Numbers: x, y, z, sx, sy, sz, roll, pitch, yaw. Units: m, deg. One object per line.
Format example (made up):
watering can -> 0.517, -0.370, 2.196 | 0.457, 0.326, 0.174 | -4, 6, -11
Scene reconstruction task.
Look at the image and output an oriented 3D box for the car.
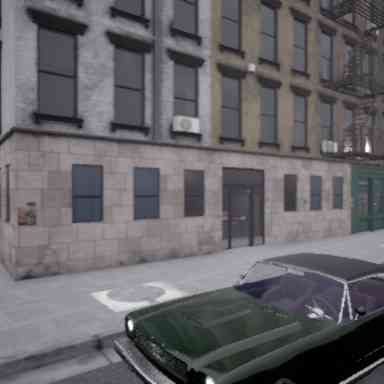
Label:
car -> 1.466, 1.595, 4.425 | 4.718, 1.301, 1.895 | 0, 0, -35
